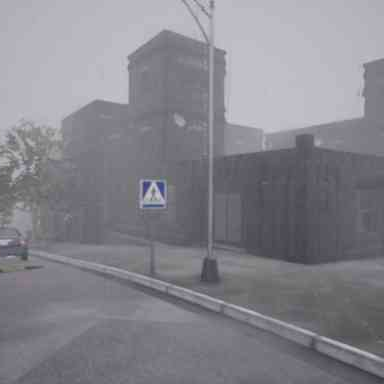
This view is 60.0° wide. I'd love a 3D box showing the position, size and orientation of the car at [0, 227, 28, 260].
[{"bbox_3d":[-10.081,2.644,17.376,2.097,1.767,4.553,1,-6,-36],"label":"car"}]
